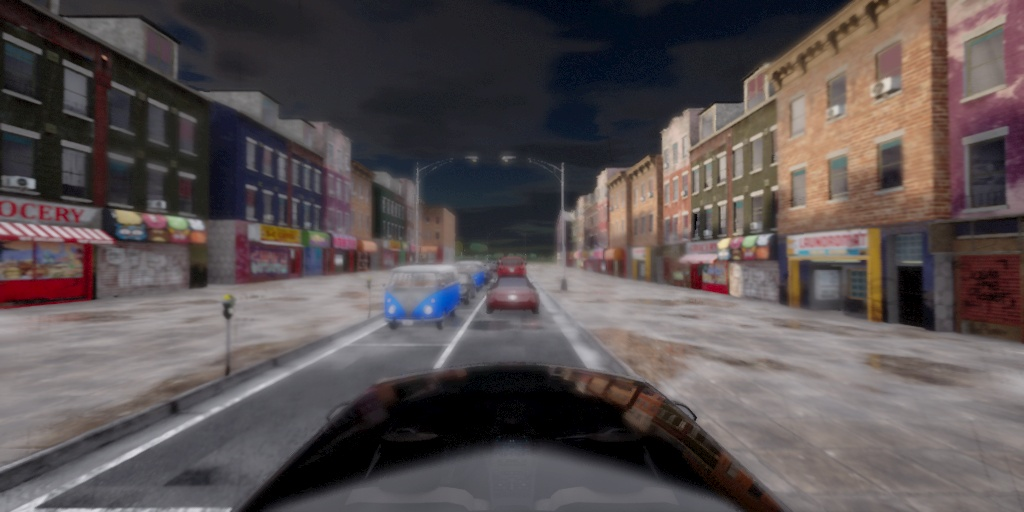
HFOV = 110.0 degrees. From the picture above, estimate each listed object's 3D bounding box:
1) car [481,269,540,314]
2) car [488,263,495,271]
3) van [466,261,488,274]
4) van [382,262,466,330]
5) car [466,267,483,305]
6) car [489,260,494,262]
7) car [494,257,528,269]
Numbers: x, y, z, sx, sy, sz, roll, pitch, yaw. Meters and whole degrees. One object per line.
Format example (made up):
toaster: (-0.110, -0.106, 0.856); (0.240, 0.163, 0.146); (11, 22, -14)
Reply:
car: (0.043, 1.415, 14.456); (1.994, 1.385, 4.181); (0, 0, 1)
car: (-2.640, 1.449, 27.800); (1.948, 1.339, 4.313); (0, 0, 0)
van: (-2.639, 1.219, 22.253); (1.690, 1.789, 3.998); (0, 0, 0)
van: (-2.638, 1.172, 11.158); (1.690, 1.789, 3.998); (0, 0, 0)
car: (-2.639, 1.412, 16.706); (2.007, 1.370, 4.403); (0, 0, 0)
car: (-2.642, 1.437, 44.418); (1.948, 1.339, 4.313); (0, 0, 0)
car: (0.025, 1.107, 27.952); (2.150, 2.045, 5.566); (0, 0, 1)
